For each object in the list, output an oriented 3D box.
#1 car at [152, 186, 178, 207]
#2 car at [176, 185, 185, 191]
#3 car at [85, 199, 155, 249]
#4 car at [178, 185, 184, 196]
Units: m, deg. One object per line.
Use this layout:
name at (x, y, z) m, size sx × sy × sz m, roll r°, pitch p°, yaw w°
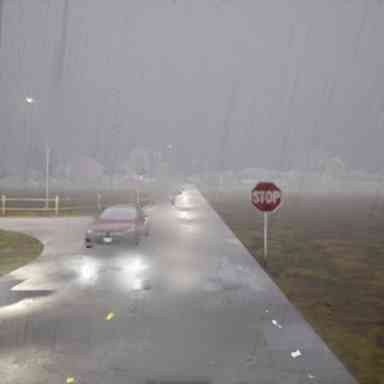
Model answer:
car at (-2.772, 0.450, 33.351) m, size 2.097 × 1.767 × 4.553 m, roll 0°, pitch 1°, yaw 0°
car at (-2.884, -1.008, 83.106) m, size 2.128 × 1.511 × 4.902 m, roll 0°, pitch 2°, yaw 0°
car at (-2.746, 1.244, 13.170) m, size 1.812 × 1.442 × 4.674 m, roll 0°, pitch 2°, yaw 0°
car at (-2.827, -0.343, 58.063) m, size 2.097 × 1.767 × 4.553 m, roll 0°, pitch 1°, yaw 0°
